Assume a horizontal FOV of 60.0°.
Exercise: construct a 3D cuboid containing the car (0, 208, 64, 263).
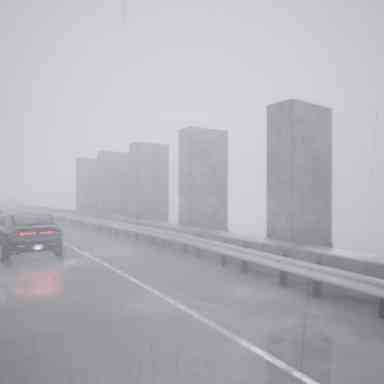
[{"bbox_3d":[-6.067,1.486,12.159,1.837,1.490,4.892,0,-1,-35],"label":"car"}]
